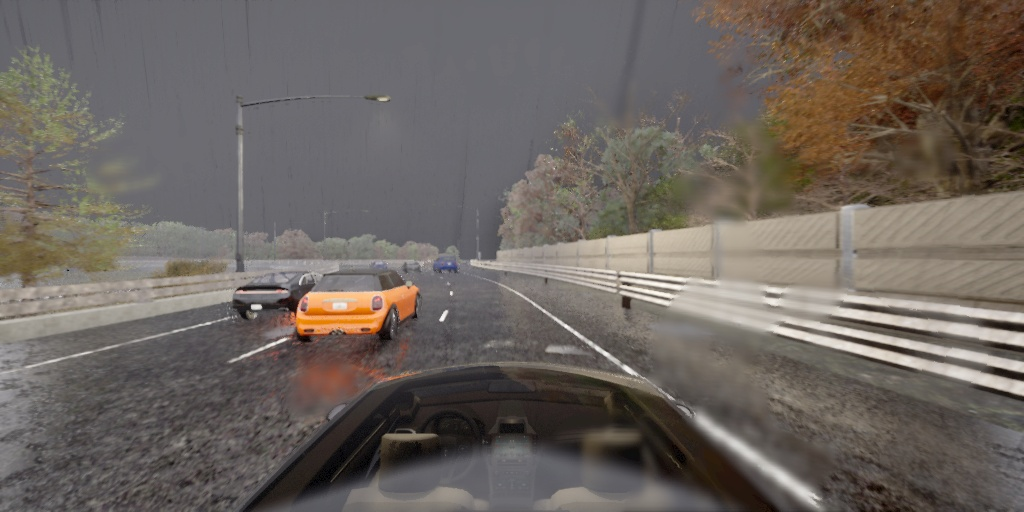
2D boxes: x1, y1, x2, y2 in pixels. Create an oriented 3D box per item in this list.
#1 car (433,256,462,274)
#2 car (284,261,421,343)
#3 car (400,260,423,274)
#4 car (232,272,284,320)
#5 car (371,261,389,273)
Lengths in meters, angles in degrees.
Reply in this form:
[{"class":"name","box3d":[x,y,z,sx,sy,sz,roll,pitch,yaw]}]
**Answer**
[{"class":"car","box3d":[-8.013,1.017,42.833,2.150,2.045,5.566,0,0,-21]},{"class":"car","box3d":[-3.933,1.121,10.009,2.097,1.767,4.553,0,0,-4]},{"class":"car","box3d":[-12.654,1.308,44.800,2.128,1.511,4.902,0,0,-23]},{"class":"car","box3d":[-7.732,1.279,12.866,2.128,1.511,4.902,0,0,-7]},{"class":"car","box3d":[-17.099,1.362,46.218,1.812,1.442,4.674,0,0,-24]}]
